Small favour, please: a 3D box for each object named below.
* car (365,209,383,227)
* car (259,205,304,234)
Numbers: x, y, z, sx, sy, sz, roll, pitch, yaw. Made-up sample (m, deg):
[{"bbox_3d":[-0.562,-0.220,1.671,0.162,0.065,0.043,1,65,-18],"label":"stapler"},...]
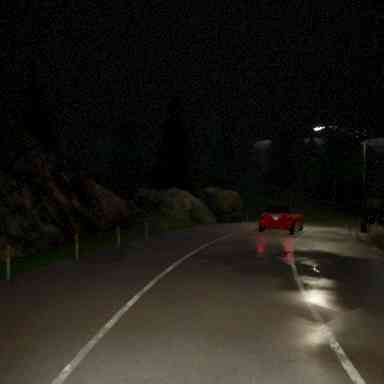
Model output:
[{"bbox_3d":[23.354,3.185,40.497,5.566,2.045,2.150,5,-2,-32],"label":"car"},{"bbox_3d":[5.904,1.654,21.557,2.097,1.767,4.553,1,-2,27],"label":"car"}]
